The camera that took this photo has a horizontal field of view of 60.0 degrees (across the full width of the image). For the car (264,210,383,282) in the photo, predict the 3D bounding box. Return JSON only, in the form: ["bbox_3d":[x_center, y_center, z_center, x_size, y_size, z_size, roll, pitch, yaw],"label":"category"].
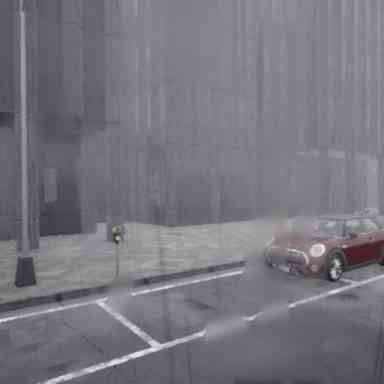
[{"bbox_3d":[3.928,1.376,9.449,4.097,1.590,1.967,-1,0,-35],"label":"car"}]
